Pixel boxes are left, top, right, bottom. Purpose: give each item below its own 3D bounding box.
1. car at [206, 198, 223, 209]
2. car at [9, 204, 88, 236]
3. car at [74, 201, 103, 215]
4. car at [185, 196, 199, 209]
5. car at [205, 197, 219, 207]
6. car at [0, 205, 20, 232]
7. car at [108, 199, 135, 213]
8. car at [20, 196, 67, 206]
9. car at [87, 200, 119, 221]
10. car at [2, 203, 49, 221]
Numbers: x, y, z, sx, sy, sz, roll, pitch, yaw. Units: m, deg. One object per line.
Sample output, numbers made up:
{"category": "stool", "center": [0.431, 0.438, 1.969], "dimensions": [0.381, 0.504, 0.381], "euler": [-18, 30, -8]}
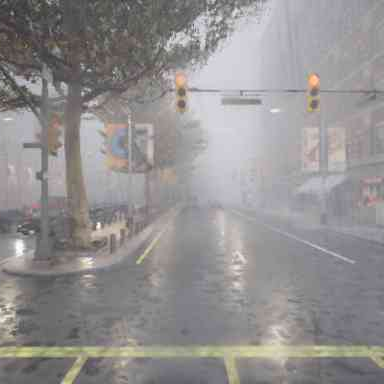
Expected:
{"category": "car", "center": [3.491, 1.828, 49.932], "dimensions": [1.895, 1.301, 4.718], "euler": [0, 0, 0]}
{"category": "car", "center": [-8.091, 1.640, 19.459], "dimensions": [2.033, 1.411, 5.357], "euler": [0, 0, 0]}
{"category": "car", "center": [-11.507, 1.739, 37.355], "dimensions": [1.994, 1.385, 4.181], "euler": [0, 0, 0]}
{"category": "car", "center": [-0.009, 1.770, 48.754], "dimensions": [2.033, 1.411, 5.357], "euler": [0, 0, 0]}
{"category": "car", "center": [3.489, 1.760, 58.966], "dimensions": [2.128, 1.511, 4.902], "euler": [0, 0, 0]}
{"category": "car", "center": [-11.591, 1.613, 18.059], "dimensions": [1.812, 1.442, 4.674], "euler": [0, 0, 0]}
{"category": "car", "center": [-8.007, 1.730, 39.316], "dimensions": [2.033, 1.411, 5.357], "euler": [0, 0, 0]}
{"category": "car", "center": [-11.542, 1.351, 27.473], "dimensions": [2.150, 2.045, 5.566], "euler": [0, 0, 1]}
{"category": "car", "center": [-8.034, 1.698, 28.695], "dimensions": [1.994, 1.385, 4.181], "euler": [0, 0, 1]}
{"category": "car", "center": [-14.755, 1.736, 29.765], "dimensions": [1.895, 1.301, 4.718], "euler": [0, 0, 0]}
